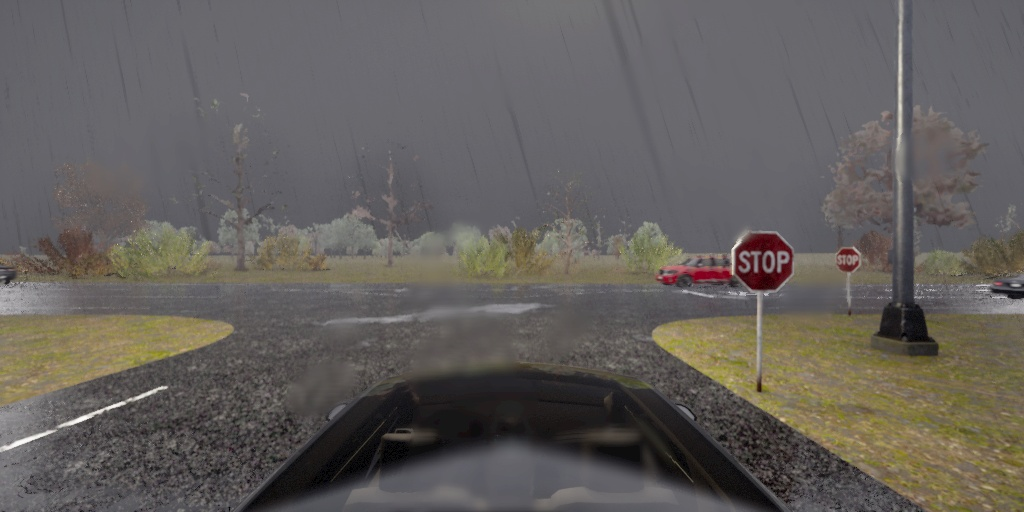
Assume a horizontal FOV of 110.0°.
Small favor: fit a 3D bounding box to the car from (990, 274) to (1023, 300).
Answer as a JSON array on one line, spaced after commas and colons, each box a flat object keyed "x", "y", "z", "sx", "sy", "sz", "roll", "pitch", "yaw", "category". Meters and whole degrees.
[{"x": 25.160, "y": 1.373, "z": 16.199, "sx": 5.357, "sy": 1.411, "sz": 2.033, "roll": 0, "pitch": 0, "yaw": -2, "category": "car"}]

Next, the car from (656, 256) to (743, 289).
[{"x": 12.159, "y": 1.020, "z": 22.806, "sx": 5.566, "sy": 2.045, "sz": 2.150, "roll": 0, "pitch": 0, "yaw": -2, "category": "car"}]

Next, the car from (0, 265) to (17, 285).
[{"x": -32.994, "y": 1.060, "z": 21.461, "sx": 4.902, "sy": 1.511, "sz": 2.128, "roll": 0, "pitch": 0, "yaw": -2, "category": "car"}]
